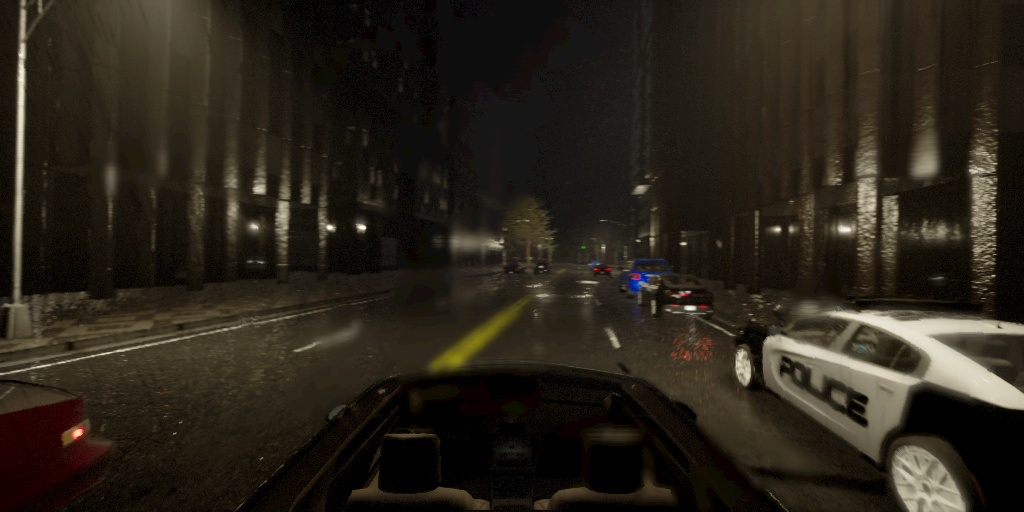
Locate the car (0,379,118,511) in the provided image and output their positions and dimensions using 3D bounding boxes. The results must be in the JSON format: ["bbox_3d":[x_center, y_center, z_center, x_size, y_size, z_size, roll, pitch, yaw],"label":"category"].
[{"bbox_3d":[-4.169,1.213,0.235,2.033,1.411,5.357,1,0,10],"label":"car"}]

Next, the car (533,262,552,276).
[{"bbox_3d":[3.639,1.481,41.628,1.837,1.490,4.892,1,0,11],"label":"car"}]

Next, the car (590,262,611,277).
[{"bbox_3d":[10.236,1.625,41.036,1.812,1.442,4.674,1,0,11],"label":"car"}]

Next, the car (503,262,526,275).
[{"bbox_3d":[0.405,1.467,42.015,2.033,1.411,5.357,1,0,11],"label":"car"}]

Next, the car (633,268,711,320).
[{"bbox_3d":[6.070,1.418,13.698,1.837,1.490,4.892,1,0,11],"label":"car"}]

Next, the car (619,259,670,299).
[{"bbox_3d":[7.190,1.182,19.625,2.150,2.045,5.566,1,0,11],"label":"car"}]

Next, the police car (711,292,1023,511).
[{"bbox_3d":[4.243,1.264,3.979,1.930,1.638,5.238,1,0,11],"label":"police car"}]
